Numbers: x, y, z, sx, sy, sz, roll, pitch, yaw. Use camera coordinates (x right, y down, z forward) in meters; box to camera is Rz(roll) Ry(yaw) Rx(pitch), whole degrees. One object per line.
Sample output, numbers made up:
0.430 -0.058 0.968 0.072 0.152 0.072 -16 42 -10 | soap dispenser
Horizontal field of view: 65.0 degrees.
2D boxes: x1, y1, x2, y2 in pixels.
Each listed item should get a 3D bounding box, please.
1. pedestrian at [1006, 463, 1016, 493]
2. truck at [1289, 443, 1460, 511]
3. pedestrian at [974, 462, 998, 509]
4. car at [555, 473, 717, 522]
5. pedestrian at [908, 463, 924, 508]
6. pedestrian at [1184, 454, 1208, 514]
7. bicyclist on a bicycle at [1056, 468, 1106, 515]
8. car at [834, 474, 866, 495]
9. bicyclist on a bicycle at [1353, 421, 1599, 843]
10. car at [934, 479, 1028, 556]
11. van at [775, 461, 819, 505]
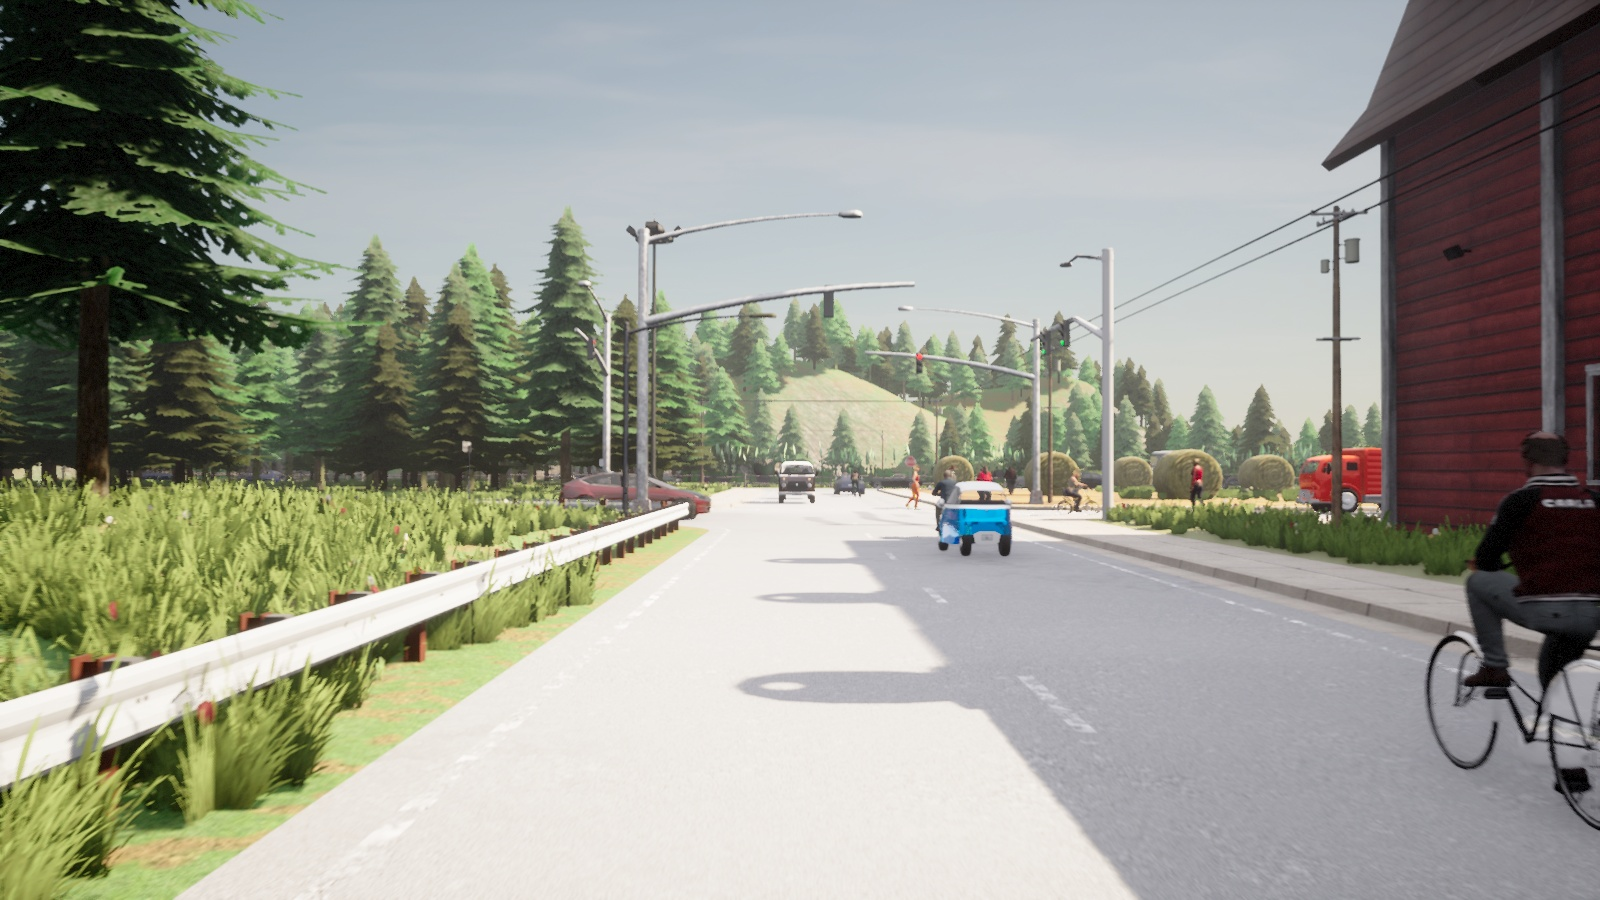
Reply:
12.836 1.697 76.395 0.634 1.844 0.899 0 -1 9 | pedestrian
21.535 1.015 47.267 5.204 2.467 2.627 0 -1 -1 | truck
7.328 1.402 49.505 0.634 1.844 0.899 0 -1 -11 | pedestrian
-5.101 1.487 39.622 4.792 1.488 2.163 0 -1 1 | car
4.823 1.477 52.192 0.594 1.836 0.345 0 -1 0 | pedestrian
12.231 1.040 38.800 0.331 1.846 0.636 0 -1 -36 | pedestrian
9.726 1.425 43.511 1.509 1.612 0.866 0 -1 -1 | bicyclist on a bicycle
3.298 2.288 83.705 1.994 1.385 4.181 0 -1 0 | car
3.487 0.777 6.220 0.659 1.776 1.843 0 -1 0 | bicyclist on a bicycle
3.442 1.268 24.222 1.481 1.376 2.207 0 -1 0 | car
-0.149 1.581 61.290 2.069 2.038 4.480 0 -1 0 | van
